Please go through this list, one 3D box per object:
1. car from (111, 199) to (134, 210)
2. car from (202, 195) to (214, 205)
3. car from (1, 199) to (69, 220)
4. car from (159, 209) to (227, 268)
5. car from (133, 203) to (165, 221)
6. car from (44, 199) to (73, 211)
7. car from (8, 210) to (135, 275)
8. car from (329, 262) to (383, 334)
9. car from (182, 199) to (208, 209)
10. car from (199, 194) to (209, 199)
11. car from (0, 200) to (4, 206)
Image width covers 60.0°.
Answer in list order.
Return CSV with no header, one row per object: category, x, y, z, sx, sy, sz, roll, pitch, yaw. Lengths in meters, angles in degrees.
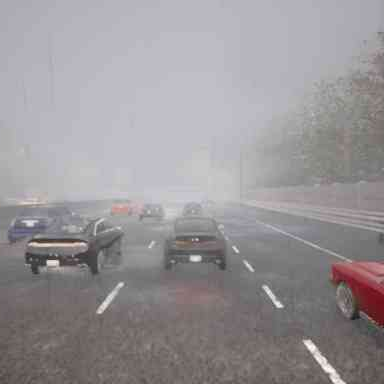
car,-6.912,1.486,34.282,2.097,1.767,4.553,0,0,0
car,3.475,1.766,67.041,1.812,1.442,4.674,0,0,0
car,-6.908,1.413,16.315,2.097,1.767,4.553,0,0,0
car,0.095,1.546,11.351,1.837,1.490,4.892,0,0,0
car,-3.409,1.659,28.822,2.033,1.411,5.357,0,0,0
car,-17.596,1.683,44.138,1.837,1.490,4.892,0,-1,0
car,-3.403,1.530,10.551,2.128,1.511,4.902,0,0,0
car,3.614,1.576,4.420,1.895,1.301,4.718,0,0,0
car,0.086,1.663,29.733,2.033,1.411,5.357,0,0,0
car,3.471,1.570,81.090,2.150,2.045,5.566,0,0,0
car,-24.592,1.691,41.720,1.812,1.442,4.674,0,0,0
